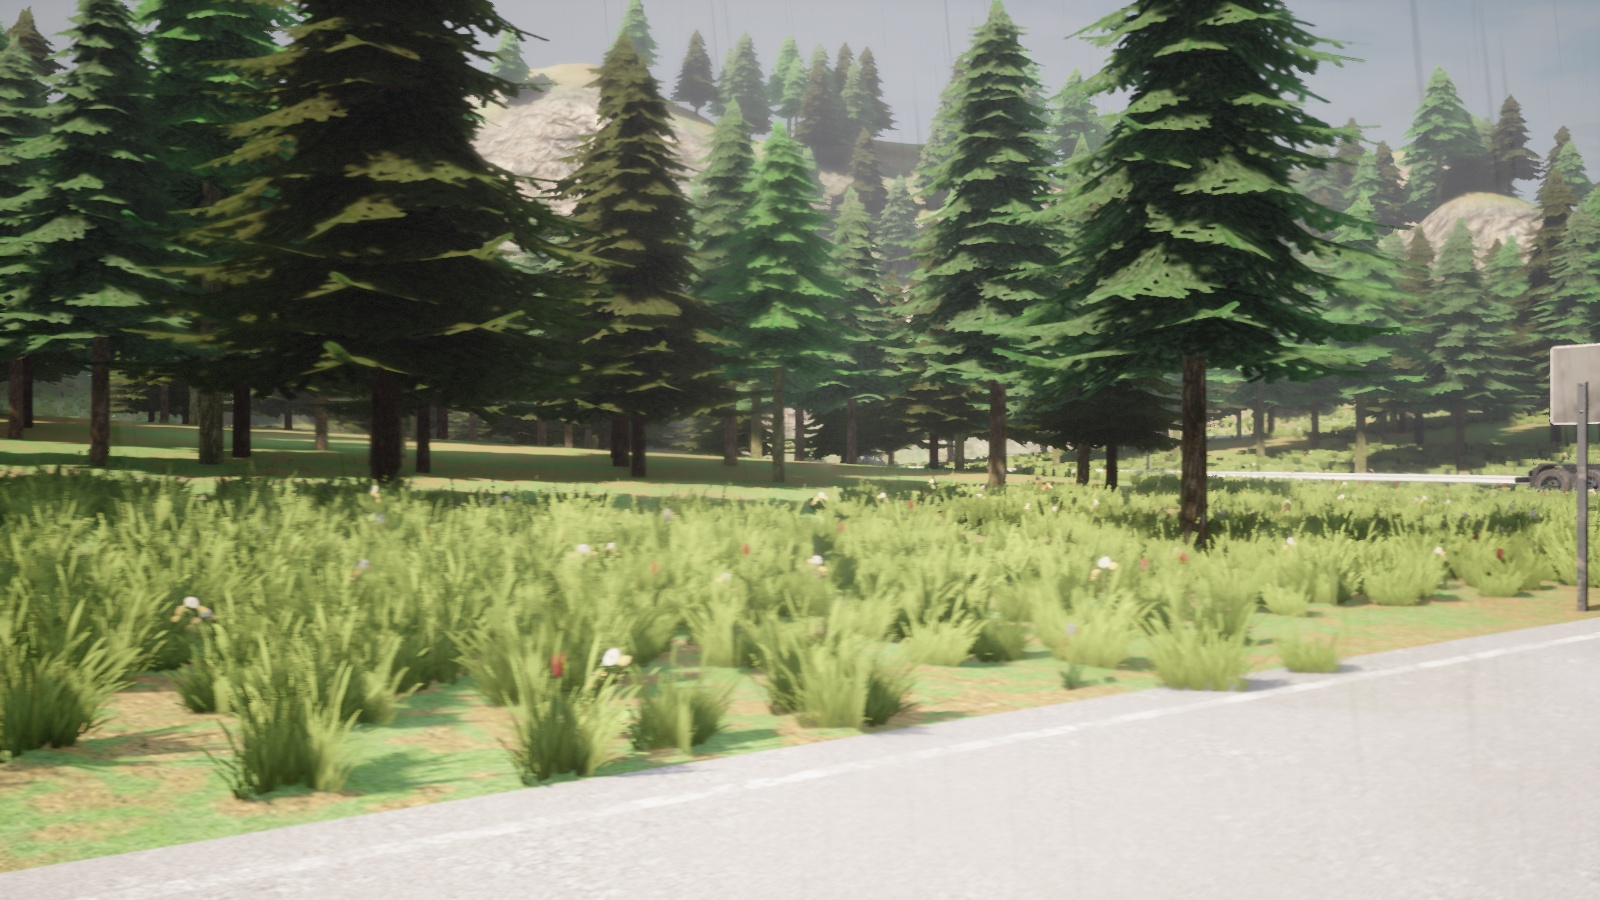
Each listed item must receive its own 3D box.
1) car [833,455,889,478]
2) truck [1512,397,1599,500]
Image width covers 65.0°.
[{"bbox_3d":[4.046,1.096,83.776,1.845,1.501,3.633,0,0,-35],"label":"car"},{"bbox_3d":[28.783,-0.054,42.243,2.891,3.462,7.936,0,0,-35],"label":"truck"}]
